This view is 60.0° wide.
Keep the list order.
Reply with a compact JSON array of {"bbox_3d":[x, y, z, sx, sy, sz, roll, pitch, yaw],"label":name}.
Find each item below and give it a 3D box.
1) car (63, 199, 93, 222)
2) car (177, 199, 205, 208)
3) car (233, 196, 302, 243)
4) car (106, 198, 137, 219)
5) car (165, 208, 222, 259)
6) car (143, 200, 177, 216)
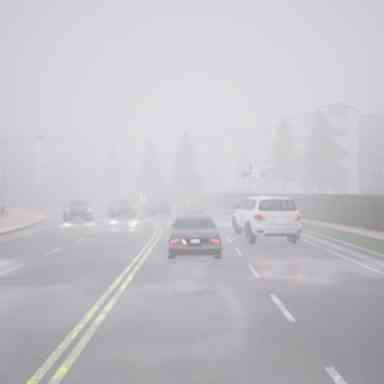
[{"bbox_3d":[-8.947,1.350,26.294,2.097,1.767,4.553,0,0,-18],"label":"car"},{"bbox_3d":[-0.291,1.475,33.675,1.882,1.535,5.008,0,0,-21],"label":"car"},{"bbox_3d":[3.435,1.220,16.127,2.150,2.045,5.566,0,0,-3],"label":"car"},{"bbox_3d":[-6.275,1.350,29.320,2.097,1.767,4.553,0,0,-21],"label":"car"},{"bbox_3d":[0.070,1.546,12.630,2.033,1.411,5.357,0,0,-1],"label":"car"},{"bbox_3d":[-3.432,1.489,32.184,2.128,1.511,4.902,0,0,-21],"label":"car"}]
